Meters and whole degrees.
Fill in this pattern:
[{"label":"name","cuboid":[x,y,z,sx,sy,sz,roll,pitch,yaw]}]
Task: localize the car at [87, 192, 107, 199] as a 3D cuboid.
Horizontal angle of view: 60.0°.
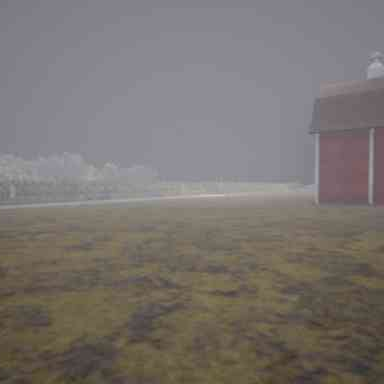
[{"label":"car","cuboid":[-16.366,0.739,59.247,2.097,1.767,4.553,1,2,36]}]
